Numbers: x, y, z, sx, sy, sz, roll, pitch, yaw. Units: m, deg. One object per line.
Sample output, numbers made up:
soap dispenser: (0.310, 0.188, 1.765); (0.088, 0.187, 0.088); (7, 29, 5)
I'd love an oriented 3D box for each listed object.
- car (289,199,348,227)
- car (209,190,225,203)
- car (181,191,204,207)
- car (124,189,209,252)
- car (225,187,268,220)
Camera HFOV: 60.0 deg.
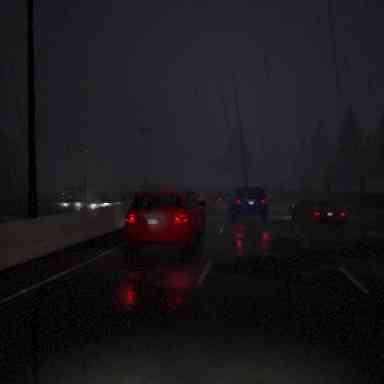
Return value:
car: (6.908, 1.075, 18.735); (2.033, 1.411, 5.357); (0, 1, 4)
car: (2.881, 0.519, 40.022); (1.837, 1.490, 4.892); (0, 1, -7)
car: (-0.029, 0.697, 34.705); (2.033, 1.411, 5.357); (0, 1, -5)
car: (-0.780, 0.912, 12.562); (2.150, 2.045, 5.566); (0, 1, 8)
car: (3.613, 0.670, 22.169); (2.150, 2.045, 5.566); (0, 1, 3)
